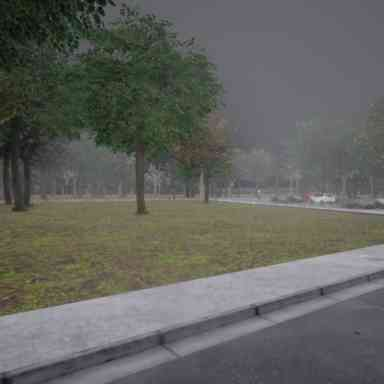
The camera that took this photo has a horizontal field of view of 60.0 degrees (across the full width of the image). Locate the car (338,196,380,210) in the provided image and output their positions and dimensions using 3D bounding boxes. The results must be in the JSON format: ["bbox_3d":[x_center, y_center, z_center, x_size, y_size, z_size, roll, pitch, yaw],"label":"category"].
[{"bbox_3d":[21.271,1.575,42.545,1.994,1.385,4.181,0,0,-12],"label":"car"}]

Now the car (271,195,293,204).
[{"bbox_3d":[16.781,1.537,63.873,1.837,1.490,4.892,0,0,-12],"label":"car"}]

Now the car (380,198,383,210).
[{"bbox_3d":[24.405,1.551,43.439,1.812,1.442,4.674,0,1,-12],"label":"car"}]

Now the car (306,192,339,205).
[{"bbox_3d":[24.008,1.271,61.457,2.150,2.045,5.566,0,0,-11],"label":"car"}]

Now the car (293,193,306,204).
[{"bbox_3d":[20.046,1.516,64.129,1.882,1.535,5.008,0,0,-12],"label":"car"}]
